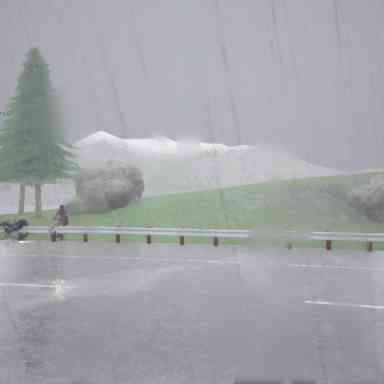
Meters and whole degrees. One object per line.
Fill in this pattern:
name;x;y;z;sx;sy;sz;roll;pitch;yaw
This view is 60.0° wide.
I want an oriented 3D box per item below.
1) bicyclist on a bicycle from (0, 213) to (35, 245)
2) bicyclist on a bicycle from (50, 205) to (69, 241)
bicyclist on a bicycle;-7.661;1.726;14.661;0.582;1.656;1.620;-1;0;30
bicyclist on a bicycle;-5.978;1.419;15.147;0.582;1.620;1.656;4;-10;3
